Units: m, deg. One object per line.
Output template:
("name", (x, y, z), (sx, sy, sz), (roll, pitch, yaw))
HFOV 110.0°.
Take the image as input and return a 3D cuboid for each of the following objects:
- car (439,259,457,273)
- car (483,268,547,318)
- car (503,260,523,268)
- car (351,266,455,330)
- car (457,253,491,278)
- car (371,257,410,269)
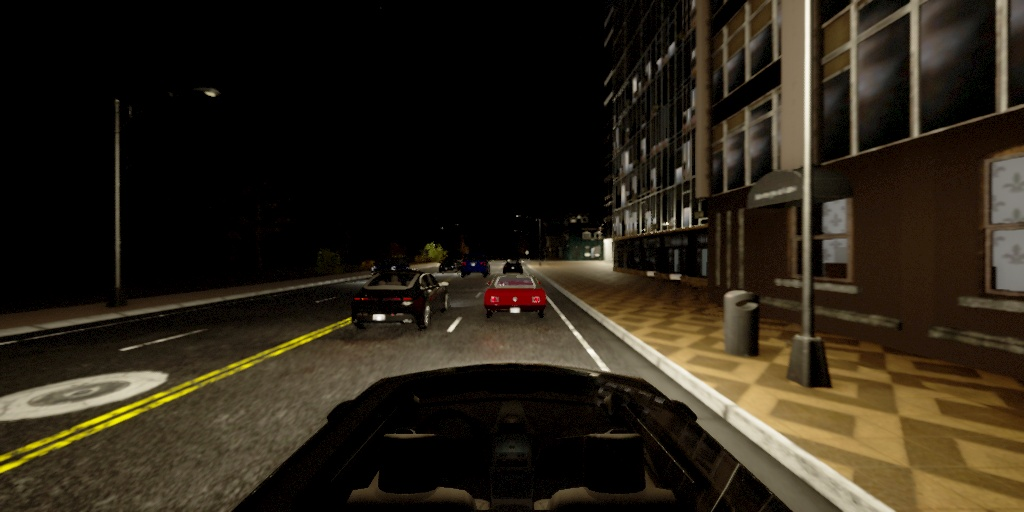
("car", (-6.578, 1.039, 38.353), (1.837, 1.490, 4.892), (0, 0, 0))
("car", (0.095, 1.286, 12.688), (1.895, 1.301, 4.718), (0, 0, 0))
("car", (0.088, 1.108, 36.432), (1.994, 1.385, 4.181), (0, 0, 0))
("car", (-3.153, 1.200, 10.925), (1.837, 1.490, 4.892), (0, 0, 0))
("car", (-3.160, 0.793, 31.844), (2.150, 2.045, 5.566), (0, 0, 0))
("car", (-9.848, 0.937, 29.428), (2.097, 1.767, 4.553), (0, 0, 0))
